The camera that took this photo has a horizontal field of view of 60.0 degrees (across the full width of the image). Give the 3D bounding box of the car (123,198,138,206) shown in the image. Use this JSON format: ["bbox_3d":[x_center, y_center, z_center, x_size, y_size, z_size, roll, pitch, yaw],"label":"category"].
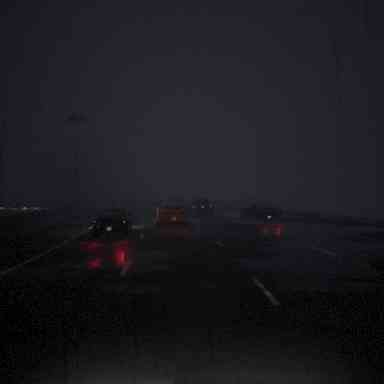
[{"bbox_3d":[-10.866,1.730,58.481,2.128,1.511,4.902,-1,0,-22],"label":"car"}]

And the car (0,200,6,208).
[{"bbox_3d":[-34.801,2.076,60.311,2.033,1.411,5.357,-1,0,-25],"label":"car"}]

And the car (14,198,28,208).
[{"bbox_3d":[-30.240,1.871,58.865,2.097,1.767,4.553,-1,0,-23],"label":"car"}]

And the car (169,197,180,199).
[{"bbox_3d":[-3.060,1.608,57.671,2.128,1.511,4.902,-1,0,-21],"label":"car"}]

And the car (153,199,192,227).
[{"bbox_3d":[-1.508,1.529,23.469,1.882,1.535,5.008,0,0,-9],"label":"car"}]

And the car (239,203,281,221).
[{"bbox_3d":[5.306,1.550,26.650,1.895,1.301,4.718,-1,0,-10],"label":"car"}]

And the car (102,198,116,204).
[{"bbox_3d":[-14.637,1.788,58.517,2.128,1.511,4.902,-1,0,-23],"label":"car"}]

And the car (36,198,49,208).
[{"bbox_3d":[-27.110,1.961,60.462,1.837,1.490,4.892,-1,0,-23],"label":"car"}]

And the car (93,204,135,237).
[{"bbox_3d":[-4.397,1.616,18.718,1.812,1.442,4.674,0,0,-7],"label":"car"}]

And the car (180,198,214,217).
[{"bbox_3d":[0.552,1.380,31.651,2.097,1.767,4.553,-1,0,-11],"label":"car"}]

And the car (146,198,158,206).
[{"bbox_3d":[-6.605,1.695,57.120,1.812,1.442,4.674,0,0,-21],"label":"car"}]
